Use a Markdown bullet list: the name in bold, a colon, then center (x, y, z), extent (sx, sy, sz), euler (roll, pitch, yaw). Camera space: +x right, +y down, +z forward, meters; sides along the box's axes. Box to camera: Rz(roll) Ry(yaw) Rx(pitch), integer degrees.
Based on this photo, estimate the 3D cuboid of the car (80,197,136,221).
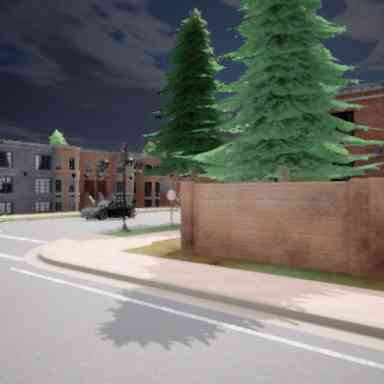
- **car**: center (-6.748, 1.324, 27.037), extent (2.097, 1.767, 4.553), euler (0, 0, 38)
